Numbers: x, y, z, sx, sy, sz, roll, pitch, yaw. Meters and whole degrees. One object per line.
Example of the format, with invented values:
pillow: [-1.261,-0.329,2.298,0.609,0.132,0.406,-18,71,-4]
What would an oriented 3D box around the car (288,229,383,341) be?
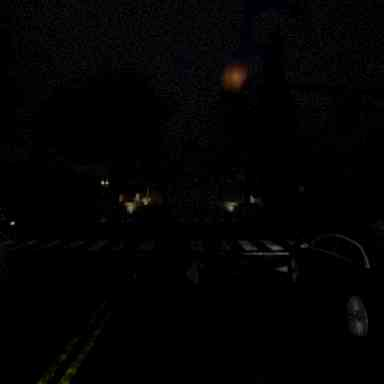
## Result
car: [3.354,1.473,6.450,2.128,1.511,4.902,0,0,-2]

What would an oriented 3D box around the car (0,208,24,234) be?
car: [-11.741,1.261,17.442,5.566,2.045,2.150,-1,0,13]
